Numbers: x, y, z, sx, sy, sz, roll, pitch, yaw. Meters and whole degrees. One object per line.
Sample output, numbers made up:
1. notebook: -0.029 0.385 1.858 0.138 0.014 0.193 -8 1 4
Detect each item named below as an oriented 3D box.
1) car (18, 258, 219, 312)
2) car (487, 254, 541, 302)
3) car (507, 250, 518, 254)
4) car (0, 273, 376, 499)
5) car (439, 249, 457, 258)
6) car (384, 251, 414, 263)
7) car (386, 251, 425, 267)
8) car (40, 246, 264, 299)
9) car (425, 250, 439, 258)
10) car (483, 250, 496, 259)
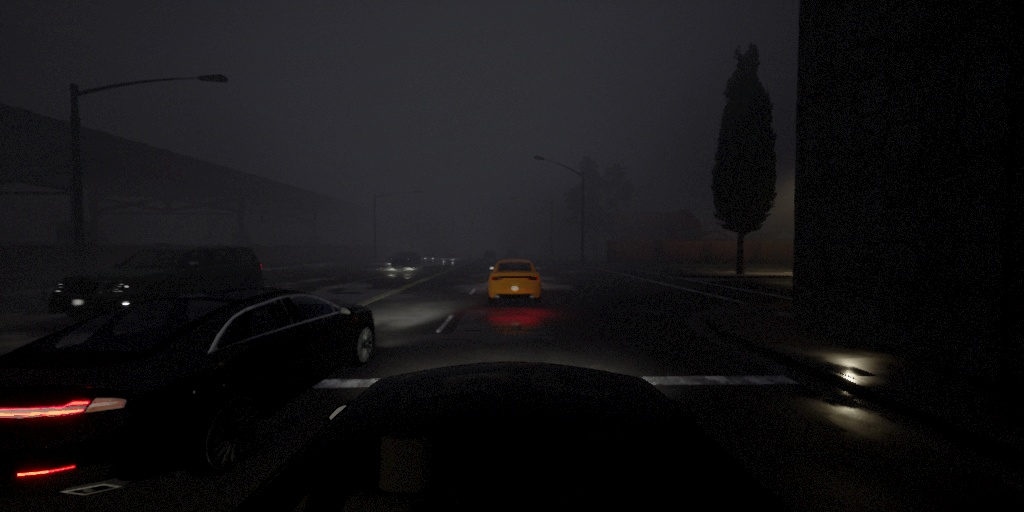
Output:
1. car: -14.103 0.907 13.471 2.128 1.511 4.902 0 2 0
2. car: 0.096 0.864 14.500 1.882 1.535 5.008 0 2 0
3. car: 0.084 -0.326 59.421 1.994 1.385 4.181 0 1 0
4. car: -3.415 1.158 4.657 2.128 1.511 4.902 0 2 0
5. car: -10.535 -0.404 60.849 1.812 1.442 4.674 0 1 0
6. car: -14.108 0.062 45.222 2.033 1.411 5.357 0 2 0
7. car: -10.608 0.252 36.080 1.882 1.535 5.008 0 2 0
8. car: -10.602 0.692 11.504 2.150 2.045 5.566 0 2 0
9. car: -14.014 -0.381 63.219 2.033 1.411 5.357 0 2 0
10. car: -3.412 -0.231 55.548 2.033 1.411 5.357 0 2 0
